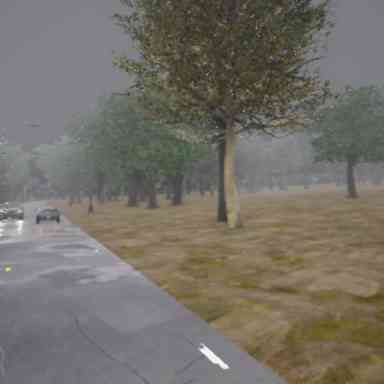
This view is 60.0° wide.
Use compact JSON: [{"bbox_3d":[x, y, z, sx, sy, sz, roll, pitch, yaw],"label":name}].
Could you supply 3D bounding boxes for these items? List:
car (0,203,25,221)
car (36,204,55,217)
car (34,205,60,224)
[{"bbox_3d":[-17.792,1.850,32.930,2.097,1.767,4.553,0,-1,-25],"label":"car"},{"bbox_3d":[-17.236,2.170,38.997,1.895,1.301,4.718,0,-1,-24],"label":"car"},{"bbox_3d":[-12.736,1.912,29.365,2.128,1.511,4.902,0,-1,-25],"label":"car"}]
